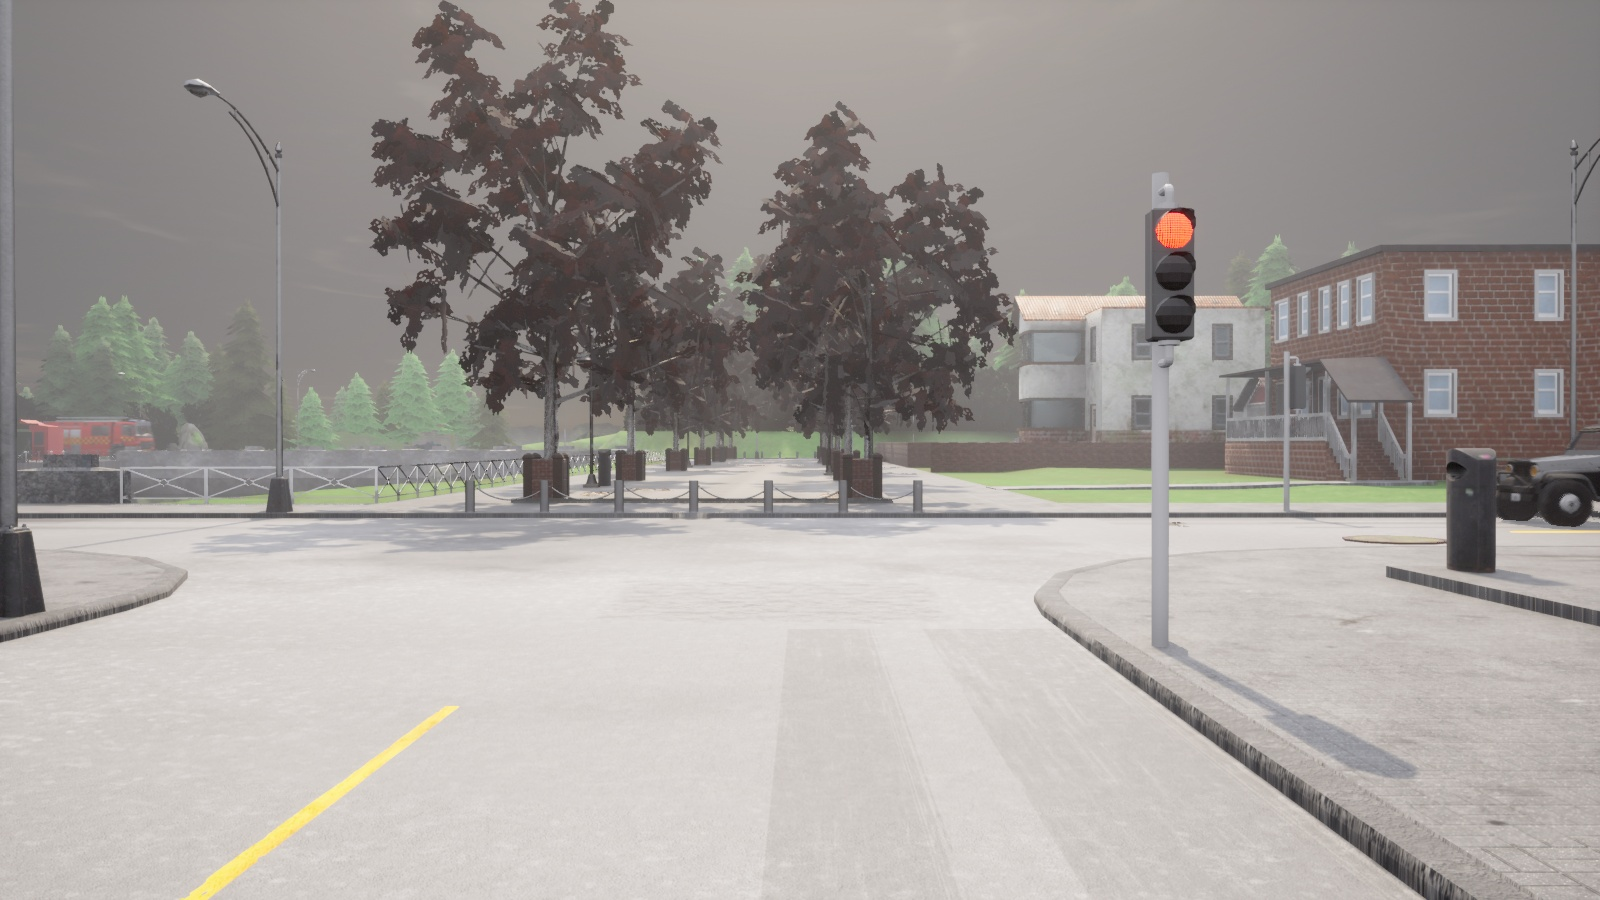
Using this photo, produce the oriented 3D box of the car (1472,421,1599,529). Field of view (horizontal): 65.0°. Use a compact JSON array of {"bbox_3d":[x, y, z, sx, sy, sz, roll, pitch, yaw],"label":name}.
[{"bbox_3d":[14.668,0.425,22.846,3.866,1.878,1.905,0,0,0],"label":"car"}]
